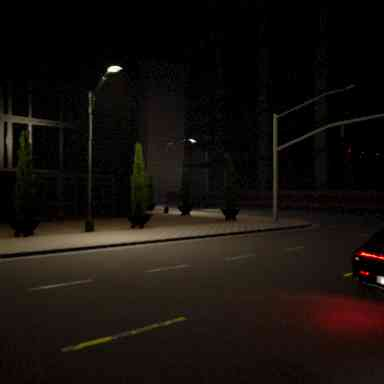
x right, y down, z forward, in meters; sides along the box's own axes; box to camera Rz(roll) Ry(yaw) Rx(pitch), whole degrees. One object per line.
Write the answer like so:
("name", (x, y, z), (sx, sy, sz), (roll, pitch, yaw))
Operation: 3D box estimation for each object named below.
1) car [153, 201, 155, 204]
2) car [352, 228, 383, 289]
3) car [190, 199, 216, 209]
("car", (-7.652, 1.686, 52.950), (1.895, 1.301, 4.718), (0, 0, -36))
("car", (5.779, 1.515, 7.990), (4.892, 1.490, 1.837), (0, 0, -35))
("car", (1.078, 1.636, 46.864), (2.033, 1.411, 5.357), (0, 0, -36))
